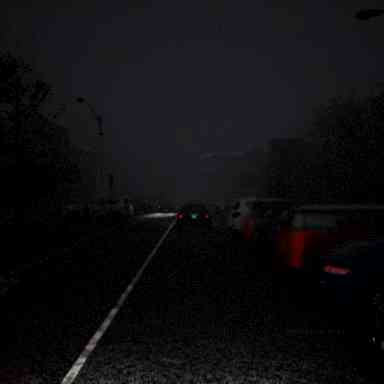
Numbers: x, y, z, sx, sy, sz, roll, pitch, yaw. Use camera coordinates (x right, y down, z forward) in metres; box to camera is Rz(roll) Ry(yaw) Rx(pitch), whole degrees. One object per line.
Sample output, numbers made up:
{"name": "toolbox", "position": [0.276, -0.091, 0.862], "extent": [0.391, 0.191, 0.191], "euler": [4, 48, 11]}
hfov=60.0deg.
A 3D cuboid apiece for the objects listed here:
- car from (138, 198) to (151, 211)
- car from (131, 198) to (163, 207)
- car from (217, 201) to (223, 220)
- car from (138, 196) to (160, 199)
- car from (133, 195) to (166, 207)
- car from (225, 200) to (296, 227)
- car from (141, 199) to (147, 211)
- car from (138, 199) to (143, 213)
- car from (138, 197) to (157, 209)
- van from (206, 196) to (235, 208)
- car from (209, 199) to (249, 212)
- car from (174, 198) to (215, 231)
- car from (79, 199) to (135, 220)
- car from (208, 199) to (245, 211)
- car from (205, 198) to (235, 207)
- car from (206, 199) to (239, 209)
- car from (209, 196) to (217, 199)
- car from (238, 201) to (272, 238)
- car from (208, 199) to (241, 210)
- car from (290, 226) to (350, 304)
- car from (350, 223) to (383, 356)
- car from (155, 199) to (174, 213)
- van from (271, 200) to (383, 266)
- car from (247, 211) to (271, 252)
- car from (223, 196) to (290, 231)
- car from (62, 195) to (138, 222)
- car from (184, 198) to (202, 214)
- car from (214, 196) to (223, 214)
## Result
{"name": "car", "position": [-7.656, 1.748, 39.052], "extent": [4.792, 1.488, 2.163], "euler": [0, 0, 0]}
{"name": "car", "position": [-7.608, 1.798, 56.577], "extent": [5.008, 1.535, 2.097], "euler": [0, 0, 0]}
{"name": "car", "position": [4.656, 1.671, 26.234], "extent": [4.792, 1.488, 2.163], "euler": [0, 0, 0]}
{"name": "car", "position": [-7.800, 1.769, 47.866], "extent": [5.366, 1.575, 1.946], "euler": [0, 0, 0]}
{"name": "car", "position": [-7.570, 1.517, 59.520], "extent": [5.566, 2.045, 2.435], "euler": [0, 0, 0]}
{"name": "car", "position": [4.714, 1.499, 23.439], "extent": [4.553, 1.767, 2.185], "euler": [0, 0, 0]}
{"name": "car", "position": [-7.628, 1.741, 36.113], "extent": [4.674, 1.452, 2.002], "euler": [0, 0, 0]}
{"name": "car", "position": [-7.632, 1.722, 33.050], "extent": [4.674, 1.452, 2.002], "euler": [0, 0, 0]}
{"name": "car", "position": [-7.625, 1.755, 44.803], "extent": [4.892, 1.521, 2.231], "euler": [0, 0, 0]}
{"name": "van", "position": [4.607, 1.580, 54.167], "extent": [4.442, 1.987, 1.878], "euler": [0, 0, 0]}
{"name": "car", "position": [4.715, 1.745, 42.994], "extent": [4.892, 1.521, 2.231], "euler": [0, 0, 0]}
{"name": "car", "position": [0.130, 1.484, 21.550], "extent": [2.097, 1.767, 4.553], "euler": [0, 0, 0]}
{"name": "car", "position": [-7.607, 1.538, 30.113], "extent": [4.553, 1.767, 2.185], "euler": [0, 0, 0]}
{"name": "car", "position": [4.707, 1.763, 45.912], "extent": [4.892, 1.521, 2.231], "euler": [0, 0, 0]}
{"name": "car", "position": [4.722, 1.797, 56.975], "extent": [4.892, 1.521, 2.231], "euler": [0, 1, 0]}
{"name": "car", "position": [4.727, 1.796, 51.372], "extent": [4.892, 1.521, 2.231], "euler": [0, 0, 0]}
{"name": "car", "position": [4.673, 1.458, 37.408], "extent": [5.566, 2.045, 2.435], "euler": [0, 0, 0]}
{"name": "car", "position": [4.640, 1.448, 15.059], "extent": [4.553, 1.767, 2.185], "euler": [0, 0, 0]}
{"name": "car", "position": [4.718, 1.818, 48.582], "extent": [4.674, 1.452, 2.002], "euler": [0, 0, 0]}
{"name": "car", "position": [4.657, 1.562, 6.677], "extent": [4.674, 1.452, 2.002], "euler": [0, 0, 0]}
{"name": "car", "position": [4.686, 1.379, 3.886], "extent": [4.553, 1.767, 2.185], "euler": [0, 0, 0]}
{"name": "car", "position": [-3.037, 1.853, 41.147], "extent": [1.895, 1.301, 4.718], "euler": [0, 0, 0]}
{"name": "van", "position": [4.780, 1.313, 9.472], "extent": [4.442, 1.987, 1.878], "euler": [0, 0, 0]}
{"name": "car", "position": [4.695, 1.586, 12.266], "extent": [4.792, 1.488, 2.163], "euler": [0, 0, 0]}
{"name": "car", "position": [4.702, 1.339, 17.854], "extent": [5.566, 2.045, 2.435], "euler": [0, 0, 0]}
{"name": "car", "position": [-7.671, 1.396, 27.301], "extent": [5.566, 2.045, 2.435], "euler": [0, 0, 0]}
{"name": "car", "position": [0.153, 1.598, 39.964], "extent": [2.097, 1.767, 4.553], "euler": [0, 0, 0]}
{"name": "car", "position": [4.725, 1.551, 31.945], "extent": [4.553, 1.767, 2.185], "euler": [0, 0, 0]}
